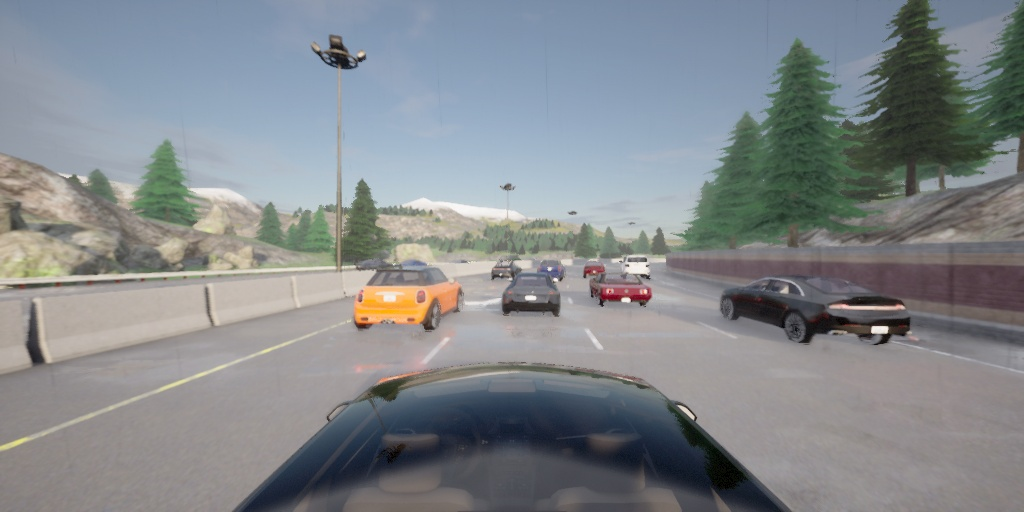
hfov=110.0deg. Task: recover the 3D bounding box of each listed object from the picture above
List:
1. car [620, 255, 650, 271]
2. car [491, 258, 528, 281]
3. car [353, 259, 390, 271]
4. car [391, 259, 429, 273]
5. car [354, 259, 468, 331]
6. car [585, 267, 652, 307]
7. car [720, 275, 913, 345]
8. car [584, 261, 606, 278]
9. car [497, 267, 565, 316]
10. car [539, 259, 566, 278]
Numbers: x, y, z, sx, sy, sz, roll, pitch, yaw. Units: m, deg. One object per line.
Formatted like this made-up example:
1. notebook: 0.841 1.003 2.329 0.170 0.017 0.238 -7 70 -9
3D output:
1. car: 10.942 0.955 32.018 2.150 2.045 5.566 0 0 14
2. car: -0.359 1.197 29.517 2.128 1.511 4.902 0 0 12
3. car: -17.997 1.137 46.206 1.837 1.490 4.892 0 0 17
4. car: -11.884 1.131 42.130 1.882 1.535 5.008 0 0 16
5. car: -2.920 1.079 11.119 2.097 1.767 4.553 0 0 4
6. car: 4.462 1.342 15.485 1.895 1.301 4.718 0 0 6
7. car: 7.478 1.250 9.556 2.128 1.511 4.902 0 0 4
8. car: 7.688 1.200 33.325 1.882 1.535 5.008 0 0 14
9. car: 0.766 1.298 13.373 1.994 1.385 4.181 0 0 5
10. car: 3.409 1.067 30.345 2.097 1.767 4.553 0 0 12
